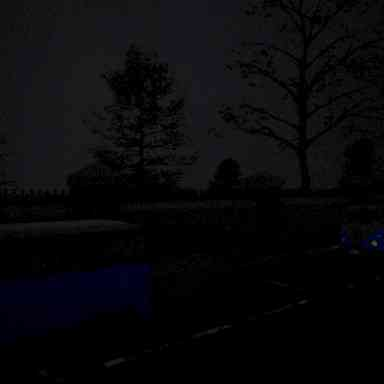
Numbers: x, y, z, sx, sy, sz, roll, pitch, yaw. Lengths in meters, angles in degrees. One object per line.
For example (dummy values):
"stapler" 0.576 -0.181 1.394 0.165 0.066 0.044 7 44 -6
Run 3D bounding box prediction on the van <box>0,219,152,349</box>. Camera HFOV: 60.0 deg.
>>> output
"van" -2.542 1.338 4.746 3.998 1.788 1.690 0 0 -35

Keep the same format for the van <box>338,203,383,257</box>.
"van" 6.628 1.273 11.282 3.998 1.788 1.690 0 0 -35
